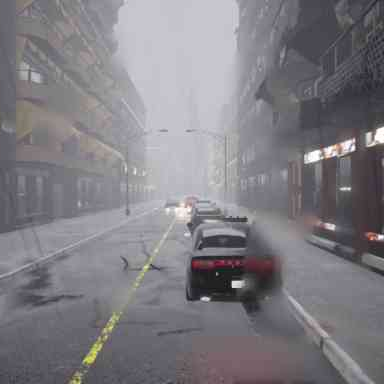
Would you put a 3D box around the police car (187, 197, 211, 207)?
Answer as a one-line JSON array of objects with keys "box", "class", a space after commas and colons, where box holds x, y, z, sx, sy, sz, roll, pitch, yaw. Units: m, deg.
[{"box": [0.825, 1.434, 24.453, 1.930, 1.638, 5.238, 0, 0, 0], "class": "police car"}]

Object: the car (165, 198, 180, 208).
[{"box": [-2.750, 1.594, 47.320, 1.994, 1.385, 4.181, 0, 0, 0], "class": "car"}]

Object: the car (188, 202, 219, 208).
[{"box": [0.825, 1.511, 18.343, 1.837, 1.490, 4.892, 0, 0, 0], "class": "car"}]

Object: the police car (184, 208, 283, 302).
[{"box": [0.825, 1.427, 8.452, 1.930, 1.638, 5.238, 0, 0, 0], "class": "police car"}]

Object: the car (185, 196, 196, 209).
[{"box": [0.033, 1.383, 47.137, 2.097, 1.767, 4.553, 0, 0, 0], "class": "car"}]
